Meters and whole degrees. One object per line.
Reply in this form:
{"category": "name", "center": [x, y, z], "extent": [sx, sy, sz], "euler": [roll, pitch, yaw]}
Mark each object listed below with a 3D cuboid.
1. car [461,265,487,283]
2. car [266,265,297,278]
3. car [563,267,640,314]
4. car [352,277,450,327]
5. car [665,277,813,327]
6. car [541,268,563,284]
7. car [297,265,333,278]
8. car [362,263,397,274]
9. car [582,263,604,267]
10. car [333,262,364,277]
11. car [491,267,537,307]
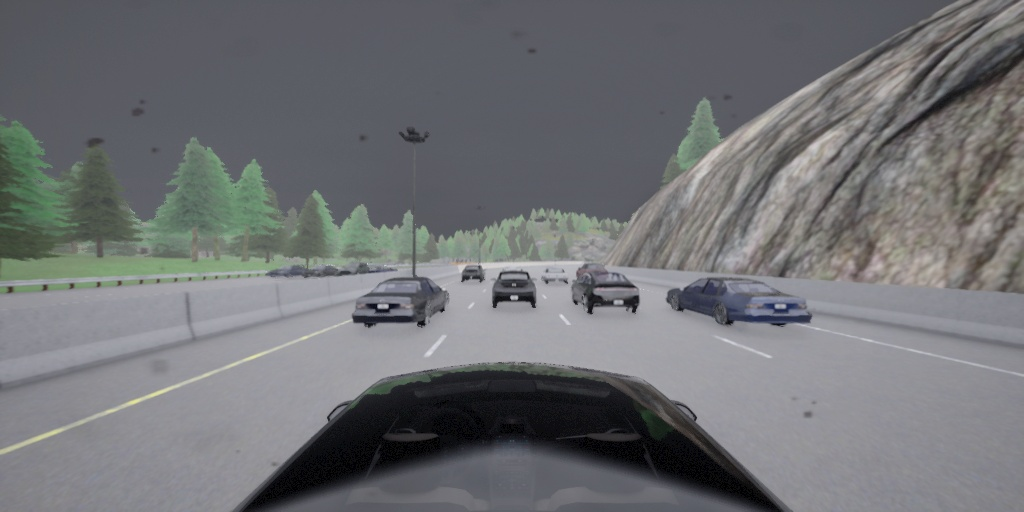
{"category": "car", "center": [-3.415, 1.581, 32.405], "extent": [1.837, 1.490, 4.892], "euler": [0, -1, 0]}
{"category": "car", "center": [-24.600, 1.700, 39.701], "extent": [2.033, 1.411, 5.357], "euler": [0, -1, 0]}
{"category": "car", "center": [3.593, 1.377, 14.507], "extent": [2.128, 1.511, 4.902], "euler": [0, -1, 0]}
{"category": "car", "center": [-3.405, 1.406, 11.970], "extent": [2.033, 1.411, 5.357], "euler": [0, -1, 0]}
{"category": "car", "center": [7.096, 1.407, 11.991], "extent": [2.033, 1.411, 5.357], "euler": [0, -1, 0]}
{"category": "car", "center": [3.584, 1.660, 30.793], "extent": [1.895, 1.301, 4.718], "euler": [0, -1, 0]}
{"category": "car", "center": [-21.108, 1.703, 39.939], "extent": [2.033, 1.411, 5.357], "euler": [0, -1, 0]}
{"category": "car", "center": [-14.107, 1.745, 38.888], "extent": [1.895, 1.301, 4.718], "euler": [0, -1, 0]}
{"category": "car", "center": [7.084, 1.425, 32.080], "extent": [2.097, 1.767, 4.553], "euler": [0, -1, 0]}
{"category": "car", "center": [-17.588, 1.509, 40.059], "extent": [2.097, 1.767, 4.553], "euler": [0, -1, 0]}
{"category": "car", "center": [0.093, 1.411, 16.437], "extent": [1.837, 1.490, 4.892], "euler": [0, -1, 0]}
